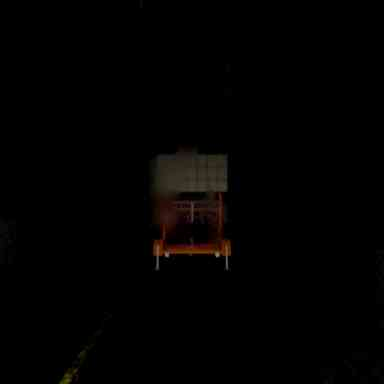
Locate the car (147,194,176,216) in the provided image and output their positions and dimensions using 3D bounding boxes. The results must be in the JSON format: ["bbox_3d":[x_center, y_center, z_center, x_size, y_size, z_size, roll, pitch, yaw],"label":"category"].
[{"bbox_3d":[-3.072,1.189,33.044,2.150,2.045,5.566,0,0,0],"label":"car"}]

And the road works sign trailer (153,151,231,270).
[{"bbox_3d":[0.008,0.449,10.953,2.380,3.560,2.880,0,0,0],"label":"road works sign trailer"}]

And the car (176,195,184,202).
[{"bbox_3d":[-2.935,1.519,74.296,2.128,1.511,4.902,0,0,0],"label":"car"}]
